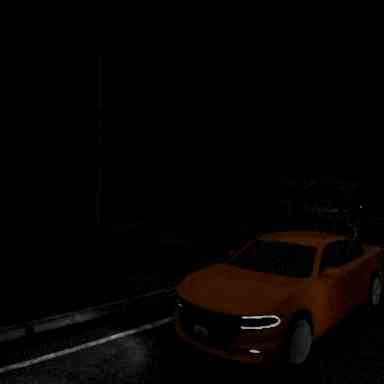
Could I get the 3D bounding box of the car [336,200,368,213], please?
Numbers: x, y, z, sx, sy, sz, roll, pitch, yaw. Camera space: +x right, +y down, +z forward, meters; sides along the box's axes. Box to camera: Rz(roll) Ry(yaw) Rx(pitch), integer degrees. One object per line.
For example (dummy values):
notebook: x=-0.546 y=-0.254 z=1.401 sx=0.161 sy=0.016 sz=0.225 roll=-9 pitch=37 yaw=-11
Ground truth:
car: x=17.966 y=1.560 z=37.489 sx=1.994 sy=1.385 sz=4.181 roll=1 pitch=0 yaw=-2

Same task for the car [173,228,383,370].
car: x=1.870 y=1.492 z=6.031 sx=1.882 sy=1.535 sz=5.008 roll=0 pitch=0 yaw=45
